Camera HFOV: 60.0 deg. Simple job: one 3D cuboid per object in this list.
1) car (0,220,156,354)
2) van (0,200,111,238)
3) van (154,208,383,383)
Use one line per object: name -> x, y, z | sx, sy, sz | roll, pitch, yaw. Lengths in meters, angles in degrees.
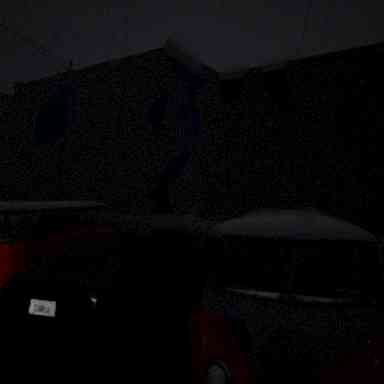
car -> -1.198, 1.478, 6.294 | 2.163, 1.488, 4.792 | 0, -1, 15
van -> -3.684, 1.197, 7.895 | 1.878, 1.987, 4.442 | 1, 0, 15
van -> 1.228, 1.244, 4.407 | 1.878, 1.987, 4.442 | 1, 0, 15
